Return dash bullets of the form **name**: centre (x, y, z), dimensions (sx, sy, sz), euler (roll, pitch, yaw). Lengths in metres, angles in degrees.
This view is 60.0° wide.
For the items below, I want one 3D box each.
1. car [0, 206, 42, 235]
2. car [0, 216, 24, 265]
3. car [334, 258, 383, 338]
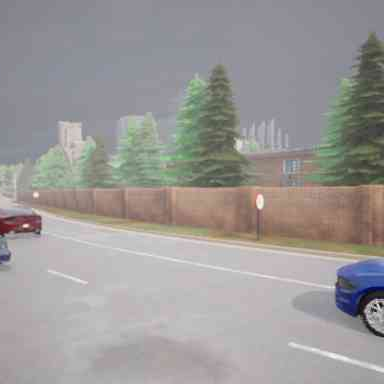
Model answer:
- **car**: centre (-9.697, 1.479, 17.876), dimensions (1.882, 1.535, 5.008), euler (0, 0, -43)
- **car**: centre (-7.465, 1.541, 10.487), dimensions (5.357, 1.411, 2.033), euler (0, 0, 44)
- **car**: centre (4.826, 1.512, 4.960), dimensions (5.008, 1.535, 1.882), euler (0, 0, 35)
